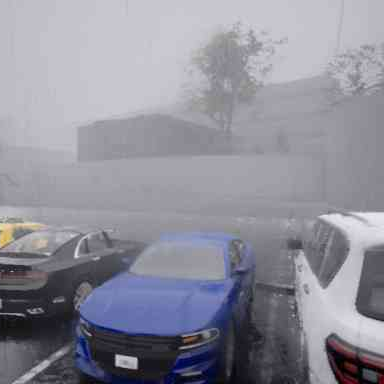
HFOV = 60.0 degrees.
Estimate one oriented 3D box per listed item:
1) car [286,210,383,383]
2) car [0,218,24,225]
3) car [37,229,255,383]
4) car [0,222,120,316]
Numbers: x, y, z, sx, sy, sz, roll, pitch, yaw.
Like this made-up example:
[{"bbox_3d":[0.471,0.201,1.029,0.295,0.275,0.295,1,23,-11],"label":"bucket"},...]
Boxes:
[{"bbox_3d":[2.431,1.241,4.099,2.435,2.045,5.566,0,-1,16],"label":"car"},{"bbox_3d":[-4.806,1.506,9.447,1.946,1.575,5.366,0,-1,16],"label":"car"},{"bbox_3d":[0.005,1.495,5.803,2.097,1.535,5.008,0,-1,16],"label":"car"},{"bbox_3d":[-2.431,1.501,7.529,2.231,1.521,4.892,0,-1,16],"label":"car"}]
